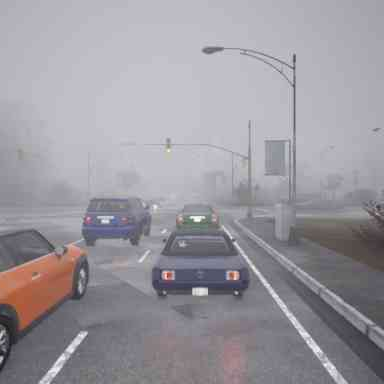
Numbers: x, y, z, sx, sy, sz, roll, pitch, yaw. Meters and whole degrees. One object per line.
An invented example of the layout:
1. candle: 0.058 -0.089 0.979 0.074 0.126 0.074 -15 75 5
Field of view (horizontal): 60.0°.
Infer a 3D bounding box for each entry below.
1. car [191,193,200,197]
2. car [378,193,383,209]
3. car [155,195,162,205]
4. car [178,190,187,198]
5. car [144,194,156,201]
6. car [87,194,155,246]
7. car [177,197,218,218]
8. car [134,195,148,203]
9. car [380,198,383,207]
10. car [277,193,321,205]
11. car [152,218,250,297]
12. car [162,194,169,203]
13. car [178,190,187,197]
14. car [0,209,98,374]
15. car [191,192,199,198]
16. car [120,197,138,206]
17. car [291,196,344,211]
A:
1. car: 1.051 1.069 84.164 2.128 1.511 4.902 0 1 0
2. car: 26.680 1.114 41.777 5.566 2.045 2.150 0 0 -2
3. car: -6.427 1.374 54.136 1.812 1.442 4.674 0 0 1
4. car: -2.701 0.445 94.414 2.150 2.045 5.566 0 1 -7
5. car: -9.545 1.225 76.075 2.033 1.411 5.357 0 1 1
6. car: -3.251 1.198 15.294 2.150 2.045 5.566 0 0 1
7. car: 0.283 1.320 17.721 2.097 1.767 4.553 0 0 1
8. car: -9.759 1.289 63.634 1.882 1.535 5.008 0 0 1
9. car: 24.213 1.379 38.167 5.008 1.535 1.882 0 0 -2
10. car: 13.411 1.113 41.205 5.566 2.045 2.150 0 0 -2
11. car: 0.176 1.594 8.516 1.895 1.301 4.718 0 0 0
12. car: -6.234 1.281 64.744 1.882 1.535 5.008 0 0 1
13. car: -2.451 1.061 84.276 2.128 1.511 4.902 0 1 0
14. car: -3.342 1.350 5.580 2.097 1.767 4.553 0 0 0
15. car: 0.797 0.861 94.588 1.994 1.385 4.181 0 1 -4
16. car: -9.943 1.454 52.955 1.895 1.301 4.718 0 0 1
17. car: 14.312 1.450 37.742 5.357 1.411 2.033 0 0 -3
